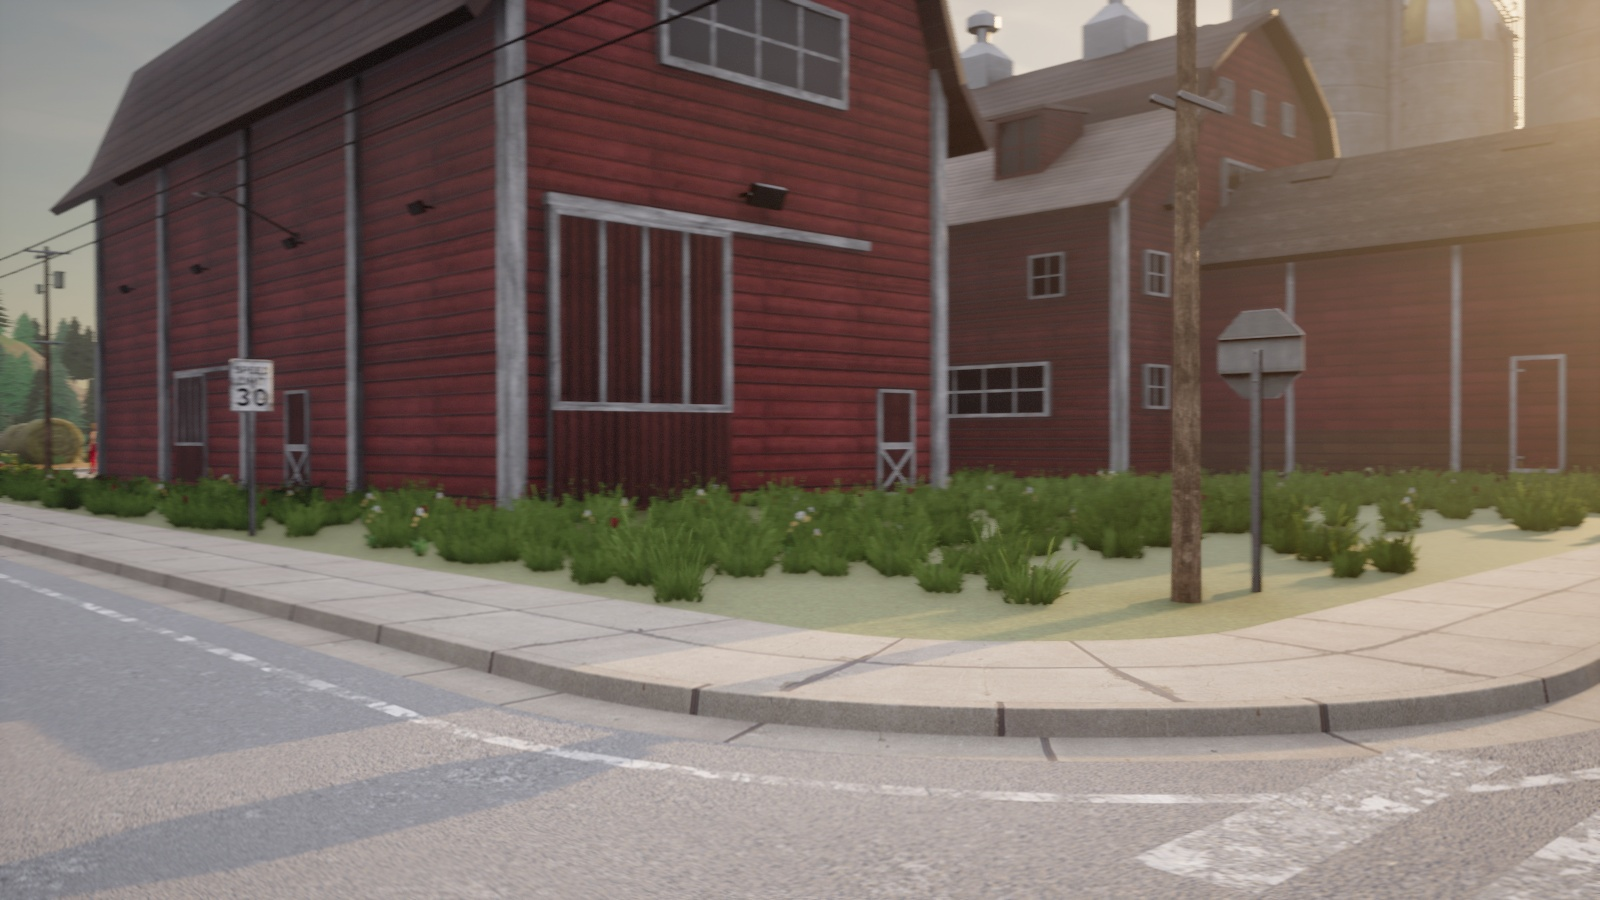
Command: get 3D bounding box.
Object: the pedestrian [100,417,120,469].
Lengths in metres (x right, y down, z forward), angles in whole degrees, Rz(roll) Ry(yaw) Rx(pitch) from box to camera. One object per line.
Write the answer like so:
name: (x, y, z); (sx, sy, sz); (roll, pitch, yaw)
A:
pedestrian: (-24.579, -0.248, 44.711); (0.594, 1.836, 0.345); (1, 1, 28)
